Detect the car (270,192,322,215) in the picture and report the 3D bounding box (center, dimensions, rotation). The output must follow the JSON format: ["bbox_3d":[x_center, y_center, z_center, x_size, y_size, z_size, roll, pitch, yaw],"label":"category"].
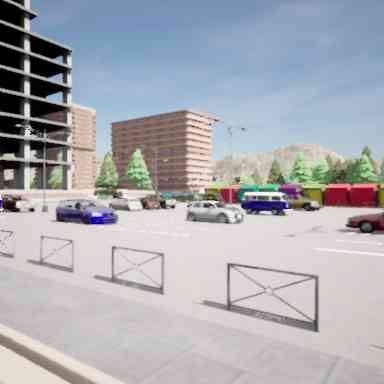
[{"bbox_3d":[11.355,1.142,36.456,4.605,1.855,1.932,0,0,36],"label":"car"}]

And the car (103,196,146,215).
[{"bbox_3d":[-7.331,1.355,36.207,3.806,1.475,1.970,0,0,36],"label":"car"}]

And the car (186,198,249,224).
[{"bbox_3d":[1.546,1.380,22.697,3.806,1.475,1.970,0,0,36],"label":"car"}]

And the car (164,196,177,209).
[{"bbox_3d":[-4.109,1.115,40.761,4.605,1.855,1.932,0,0,36],"label":"car"}]

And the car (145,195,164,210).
[{"bbox_3d":[-5.638,1.324,38.555,3.905,1.438,1.784,0,0,36],"label":"car"}]
